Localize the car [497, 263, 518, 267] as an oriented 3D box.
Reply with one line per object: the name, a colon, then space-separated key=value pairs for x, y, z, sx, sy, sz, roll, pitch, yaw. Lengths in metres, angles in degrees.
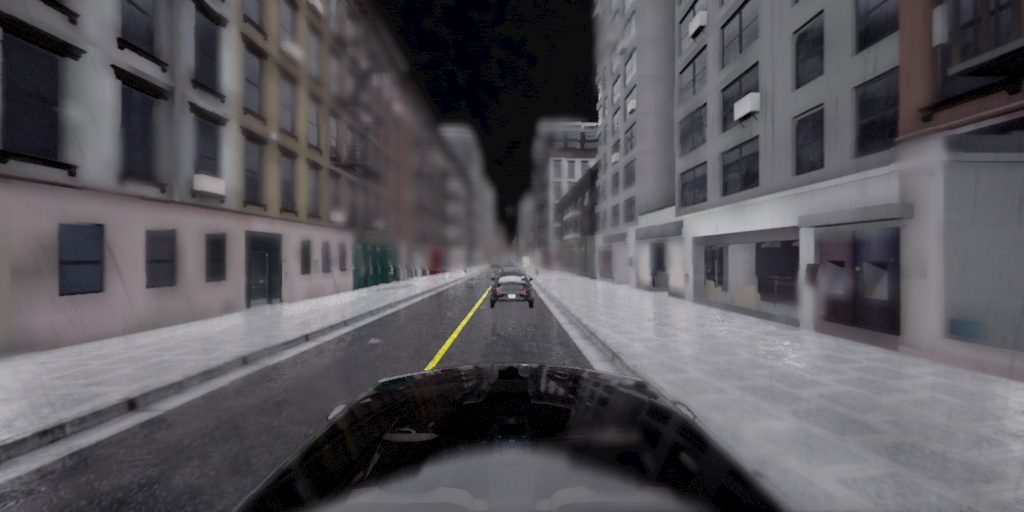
car: x=-0.008 y=1.577 z=30.841 sx=2.033 sy=1.411 sz=5.357 roll=0 pitch=-1 yaw=0

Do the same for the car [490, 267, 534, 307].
car: x=0.000 y=1.413 z=16.235 sx=1.812 sy=1.442 sz=4.674 roll=0 pitch=0 yaw=0
